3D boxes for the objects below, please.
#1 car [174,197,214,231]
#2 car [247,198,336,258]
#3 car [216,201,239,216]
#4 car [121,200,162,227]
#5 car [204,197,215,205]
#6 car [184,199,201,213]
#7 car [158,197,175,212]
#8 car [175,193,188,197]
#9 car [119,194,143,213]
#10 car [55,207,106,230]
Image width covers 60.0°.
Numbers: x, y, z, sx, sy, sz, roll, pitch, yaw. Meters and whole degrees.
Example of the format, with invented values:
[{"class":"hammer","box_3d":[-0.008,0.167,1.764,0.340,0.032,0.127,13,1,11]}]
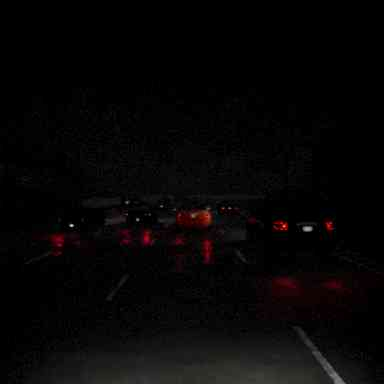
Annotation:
[{"class":"car","box_3d":[0.069,1.386,21.045,2.097,1.767,4.553,0,0,0]},{"class":"car","box_3d":[3.581,1.242,12.980,2.150,2.045,5.566,0,0,0]},{"class":"car","box_3d":[3.550,1.602,33.765,2.033,1.411,5.357,0,0,0]},{"class":"car","box_3d":[-3.434,1.563,23.291,1.812,1.442,4.674,0,0,0]},{"class":"car","box_3d":[3.416,1.654,65.334,2.033,1.411,5.357,0,0,2]},{"class":"car","box_3d":[0.043,1.628,39.634,1.994,1.385,4.181,0,0,0]},{"class":"car","box_3d":[-3.458,1.628,39.836,1.994,1.385,4.181,0,0,0]},{"class":"car","box_3d":[-2.365,1.348,75.601,2.150,2.045,5.566,0,0,17]},{"class":"car","box_3d":[-6.957,1.284,38.391,2.150,2.045,5.566,0,0,0]},{"class":"car","box_3d":[-6.932,1.635,21.347,1.895,1.301,4.718,0,0,0]}]
